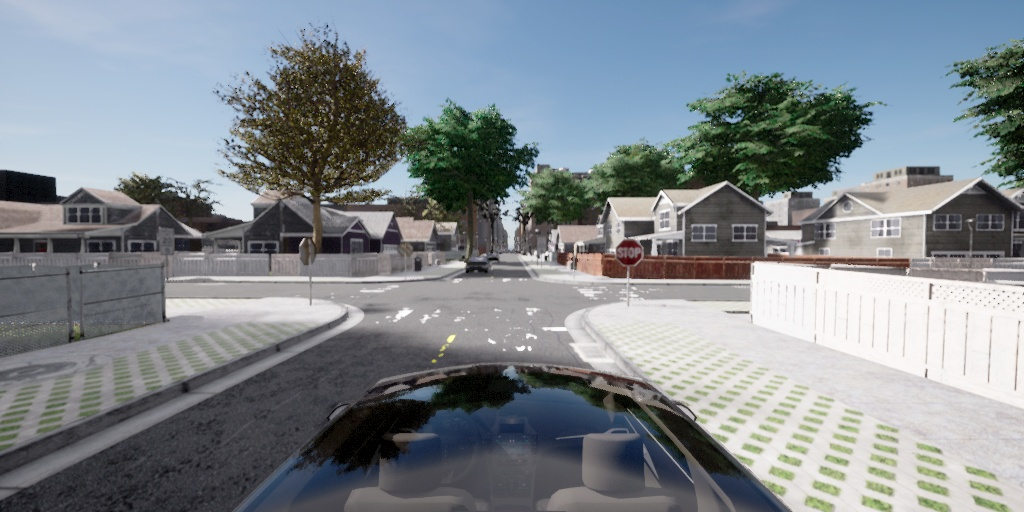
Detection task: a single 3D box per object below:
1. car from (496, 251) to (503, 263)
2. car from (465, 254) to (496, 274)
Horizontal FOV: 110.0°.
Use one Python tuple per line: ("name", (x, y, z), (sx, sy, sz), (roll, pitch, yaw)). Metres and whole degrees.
("car", (-2.751, 0.292, 51.805), (1.895, 1.301, 4.718), (0, 1, 0))
("car", (-2.757, 0.715, 30.127), (2.033, 1.411, 5.357), (0, 1, 0))
